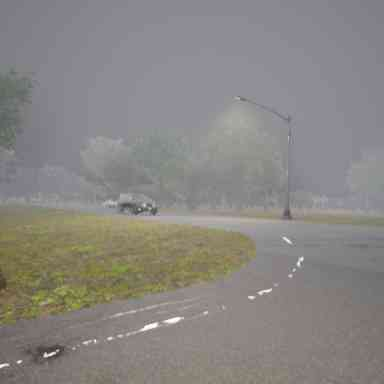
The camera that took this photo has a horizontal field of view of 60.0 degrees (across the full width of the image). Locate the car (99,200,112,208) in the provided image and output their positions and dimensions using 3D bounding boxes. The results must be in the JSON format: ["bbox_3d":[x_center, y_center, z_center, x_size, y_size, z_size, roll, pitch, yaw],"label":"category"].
[{"bbox_3d":[-14.234,2.062,56.998,1.812,1.442,4.674,4,-3,-35],"label":"car"}]

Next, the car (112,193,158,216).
[{"bbox_3d":[-5.373,1.164,32.208,2.150,2.045,5.566,4,-3,-35],"label":"car"}]
